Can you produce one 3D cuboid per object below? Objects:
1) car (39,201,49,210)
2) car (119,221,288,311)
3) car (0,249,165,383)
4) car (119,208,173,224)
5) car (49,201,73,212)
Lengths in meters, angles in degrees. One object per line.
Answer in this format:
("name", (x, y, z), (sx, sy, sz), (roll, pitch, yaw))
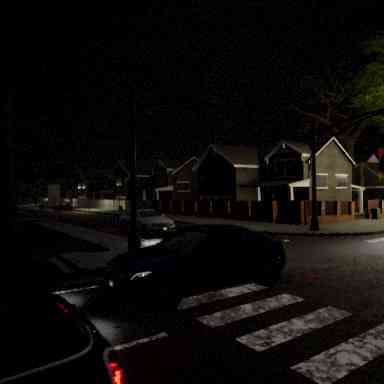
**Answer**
("car", (-24.231, 2.185, 55.540), (1.994, 1.385, 4.181), (-1, 0, -35))
("car", (0.313, 1.525, 7.887), (4.674, 1.442, 1.812), (0, 0, -35))
("car", (-2.662, 1.352, 1.797), (4.553, 1.767, 2.097), (0, 0, -35))
("car", (-2.798, 1.717, 19.744), (1.812, 1.442, 4.674), (-1, 0, -35))
("car", (-18.257, 1.984, 47.009), (2.128, 1.511, 4.902), (-1, 0, -34))
